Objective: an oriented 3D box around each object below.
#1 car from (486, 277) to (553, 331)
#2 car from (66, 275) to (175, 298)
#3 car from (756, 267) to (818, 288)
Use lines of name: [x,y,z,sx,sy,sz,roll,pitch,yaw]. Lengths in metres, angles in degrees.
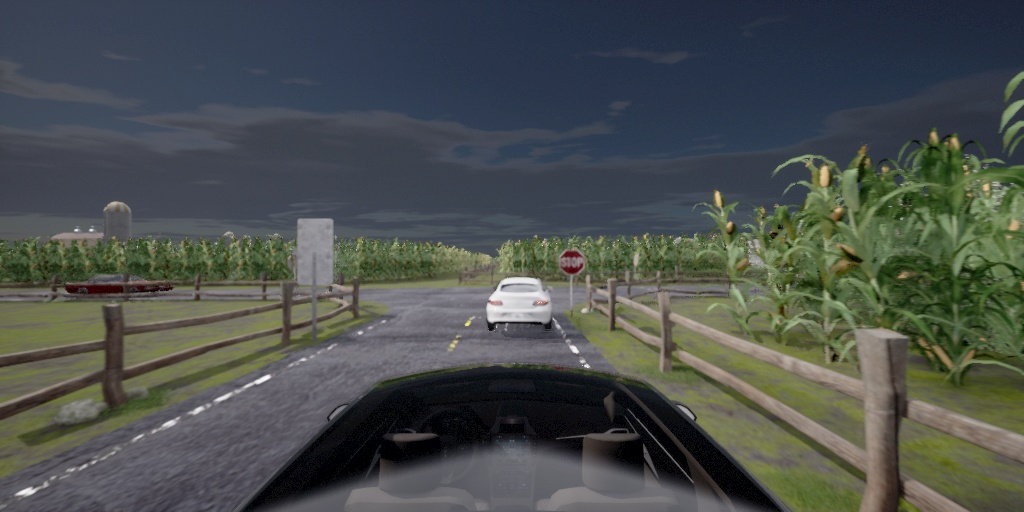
car: [0.306,1.389,11.423,1.812,1.442,4.674,0,-1,4]
car: [-22.950,1.756,21.184,4.718,1.301,1.895,0,0,0]
car: [18.855,1.427,24.070,4.181,1.385,1.994,0,0,0]
